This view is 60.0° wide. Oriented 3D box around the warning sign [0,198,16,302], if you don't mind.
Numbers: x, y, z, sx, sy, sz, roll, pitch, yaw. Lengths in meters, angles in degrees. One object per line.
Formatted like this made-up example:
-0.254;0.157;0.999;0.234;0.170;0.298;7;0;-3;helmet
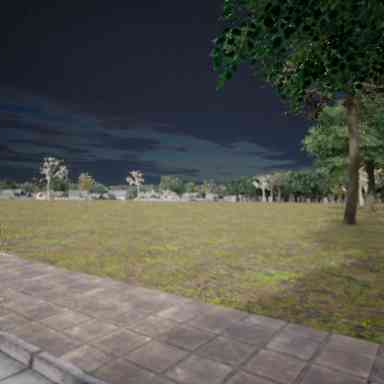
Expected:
-4.114;1.060;5.986;1.060;1.860;1.300;-1;1;35;warning sign
